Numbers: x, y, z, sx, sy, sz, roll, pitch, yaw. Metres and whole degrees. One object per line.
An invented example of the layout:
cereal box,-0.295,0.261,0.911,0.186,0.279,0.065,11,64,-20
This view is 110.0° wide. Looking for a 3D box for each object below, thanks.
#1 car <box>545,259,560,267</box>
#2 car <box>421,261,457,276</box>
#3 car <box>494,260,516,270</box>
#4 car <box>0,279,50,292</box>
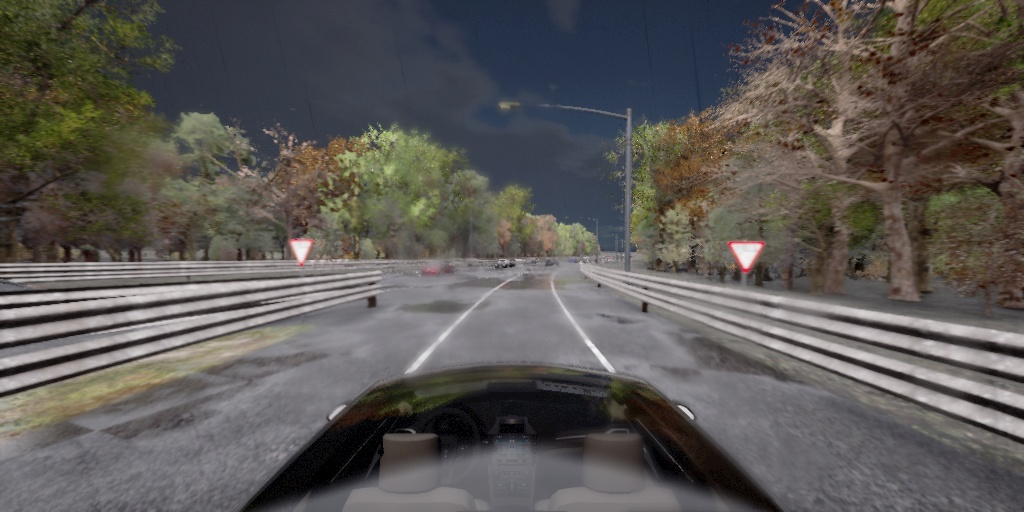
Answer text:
car,7.265,1.262,64.387,1.837,1.490,4.892,1,0,20
car,-7.076,1.224,35.308,1.994,1.385,4.181,1,0,20
car,-0.888,1.295,52.253,1.895,1.301,4.718,1,0,20
car,-13.066,1.183,8.695,1.812,1.442,4.674,1,0,20
